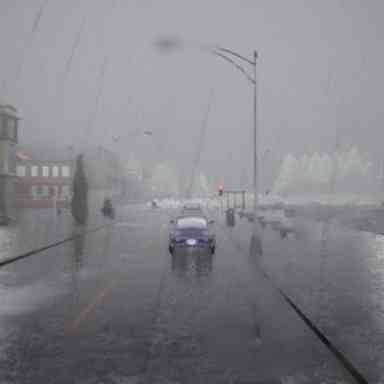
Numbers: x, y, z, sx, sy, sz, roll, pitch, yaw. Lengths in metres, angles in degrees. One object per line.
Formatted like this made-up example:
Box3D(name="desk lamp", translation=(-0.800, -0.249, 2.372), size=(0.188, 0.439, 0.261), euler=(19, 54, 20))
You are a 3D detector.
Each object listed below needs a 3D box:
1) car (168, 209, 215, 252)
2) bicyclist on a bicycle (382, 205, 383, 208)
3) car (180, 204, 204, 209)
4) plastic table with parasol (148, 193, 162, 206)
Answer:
Box3D(name="car", translation=(0.003, 1.661, 14.378), size=(1.812, 1.442, 4.674), euler=(0, 0, 0))
Box3D(name="bicyclist on a bicycle", translation=(19.805, 1.667, 33.851), size=(0.582, 1.620, 1.656), euler=(0, -1, 0))
Box3D(name="car", translation=(-0.018, 1.768, 29.289), size=(2.128, 1.511, 4.902), euler=(0, 0, -1))
Box3D(name="plastic table with parasol", translation=(-7.145, 1.532, 64.651), size=(2.482, 2.480, 2.482), euler=(0, -1, 0))
